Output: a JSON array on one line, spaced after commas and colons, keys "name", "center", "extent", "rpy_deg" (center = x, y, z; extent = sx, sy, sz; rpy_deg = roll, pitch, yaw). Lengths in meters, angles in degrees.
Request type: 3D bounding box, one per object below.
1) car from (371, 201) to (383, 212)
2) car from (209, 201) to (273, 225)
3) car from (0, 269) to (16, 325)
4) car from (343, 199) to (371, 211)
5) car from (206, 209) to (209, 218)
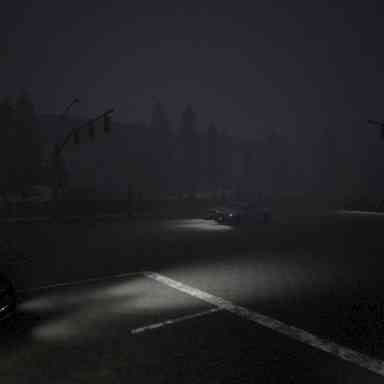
[{"name": "car", "center": [22.309, 1.526, 37.104], "extent": [4.674, 1.442, 1.812], "rpy_deg": [0, 0, -36]}, {"name": "car", "center": [3.823, 1.526, 23.917], "extent": [4.674, 1.442, 1.812], "rpy_deg": [0, 0, -36]}, {"name": "car", "center": [-5.114, 1.492, 4.421], "extent": [4.902, 1.511, 2.128], "rpy_deg": [0, 0, -35]}, {"name": "car", "center": [20.399, 1.547, 40.041], "extent": [5.357, 1.411, 2.033], "rpy_deg": [0, 0, -36]}, {"name": "car", "center": [3.303, 1.526, 27.845], "extent": [4.674, 1.442, 1.812], "rpy_deg": [0, 0, -36]}]
